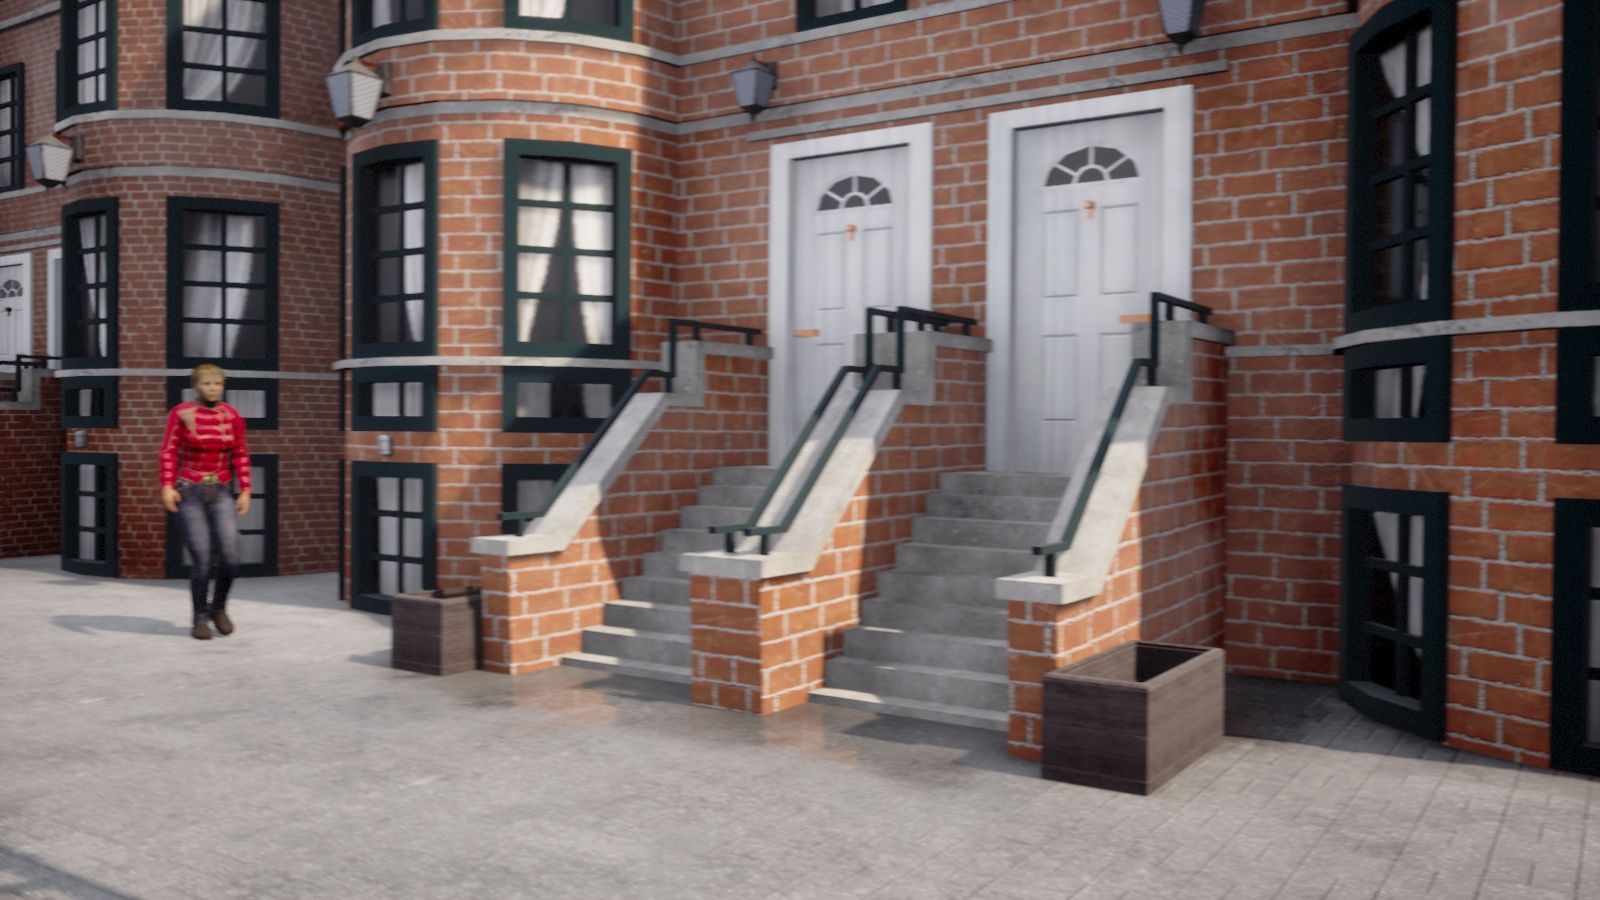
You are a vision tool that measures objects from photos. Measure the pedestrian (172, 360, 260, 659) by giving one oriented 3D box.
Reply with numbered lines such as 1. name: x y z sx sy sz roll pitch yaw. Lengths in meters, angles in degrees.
1. pedestrian: -3.764 0.365 8.083 0.331 1.846 0.636 -1 1 -40
